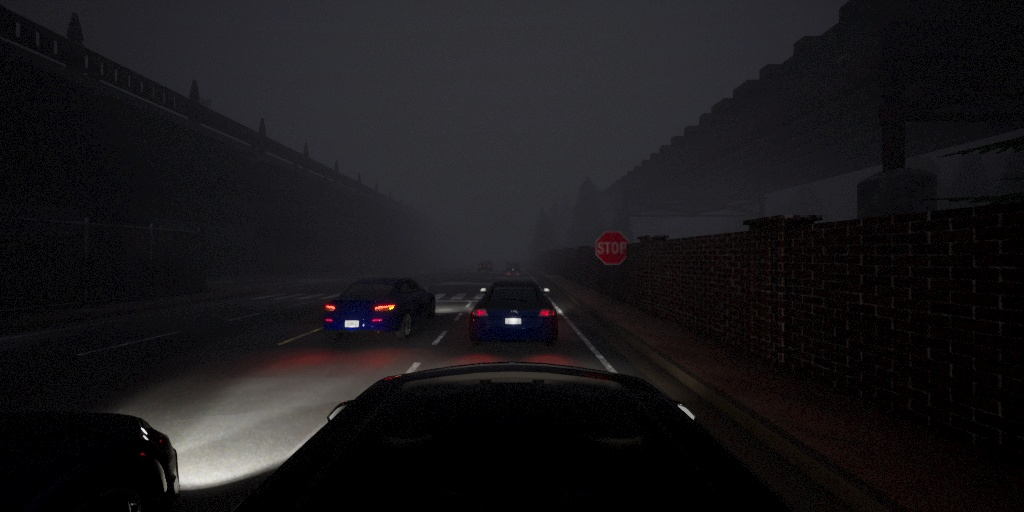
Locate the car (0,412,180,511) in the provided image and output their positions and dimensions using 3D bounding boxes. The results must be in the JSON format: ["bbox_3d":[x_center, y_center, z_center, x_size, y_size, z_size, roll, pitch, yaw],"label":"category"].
[{"bbox_3d":[-3.399,1.314,0.835,1.994,1.385,4.181,0,0,0],"label":"car"}]

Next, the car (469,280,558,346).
[{"bbox_3d":[0.070,1.314,9.407,1.994,1.385,4.181,0,0,1],"label":"car"}]

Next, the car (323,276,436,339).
[{"bbox_3d":[-3.411,1.276,9.930,1.812,1.442,4.674,0,0,0],"label":"car"}]

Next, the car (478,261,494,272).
[{"bbox_3d":[-3.386,1.297,46.023,2.033,1.411,5.357,0,0,-1],"label":"car"}]

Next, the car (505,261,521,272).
[{"bbox_3d":[0.109,1.351,46.211,1.895,1.301,4.718,0,0,-1],"label":"car"}]
